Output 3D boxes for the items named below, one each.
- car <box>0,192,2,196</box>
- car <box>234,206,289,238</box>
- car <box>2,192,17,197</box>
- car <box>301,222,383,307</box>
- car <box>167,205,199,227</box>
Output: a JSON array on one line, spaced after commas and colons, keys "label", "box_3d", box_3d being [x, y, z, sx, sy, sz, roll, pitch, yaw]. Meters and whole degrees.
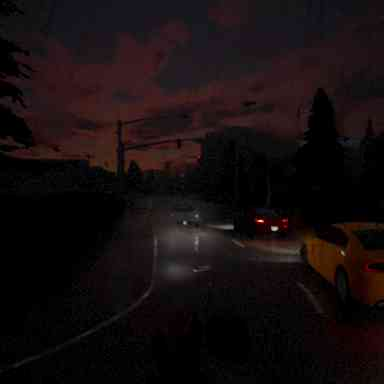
[{"label": "car", "box_3d": [-41.832, 1.003, 71.935, 1.905, 1.878, 3.866, 0, 0, -6]}, {"label": "car", "box_3d": [3.462, 1.455, 17.188, 1.812, 1.442, 4.674, 0, 0, -6]}, {"label": "car", "box_3d": [-38.983, 1.010, 72.637, 1.932, 1.855, 4.605, 0, 0, -6]}, {"label": "car", "box_3d": [4.006, 1.436, 7.858, 1.882, 1.535, 5.008, 0, 0, 6]}, {"label": "car", "box_3d": [-0.658, 1.530, 22.107, 1.895, 1.301, 4.718, 0, 0, -6]}]
